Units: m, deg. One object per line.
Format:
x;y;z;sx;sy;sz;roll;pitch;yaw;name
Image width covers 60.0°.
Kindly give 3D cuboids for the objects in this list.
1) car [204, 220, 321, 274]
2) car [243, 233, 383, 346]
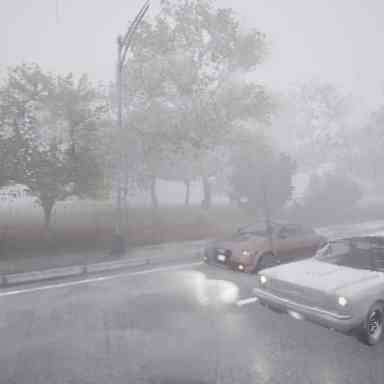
2.398;1.572;10.085;4.181;1.385;1.994;0;0;-36;car
3.398;1.605;6.480;4.718;1.301;1.895;0;0;-36;car
